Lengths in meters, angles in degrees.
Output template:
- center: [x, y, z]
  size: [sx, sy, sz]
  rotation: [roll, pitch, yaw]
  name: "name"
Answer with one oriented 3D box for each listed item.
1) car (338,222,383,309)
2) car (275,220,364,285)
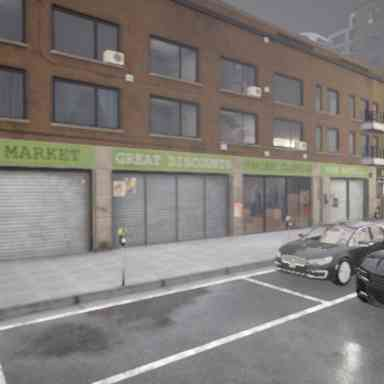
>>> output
- center: [5.348, 1.428, 6.875]
  size: [5.008, 1.535, 1.882]
  rotation: [0, 0, -35]
  name: "car"
- center: [4.160, 1.499, 9.163]
  size: [4.403, 1.369, 2.008]
  rotation: [0, 0, -36]
  name: "car"
